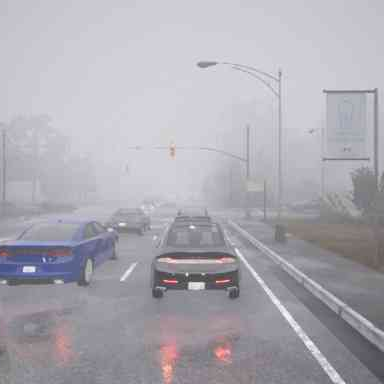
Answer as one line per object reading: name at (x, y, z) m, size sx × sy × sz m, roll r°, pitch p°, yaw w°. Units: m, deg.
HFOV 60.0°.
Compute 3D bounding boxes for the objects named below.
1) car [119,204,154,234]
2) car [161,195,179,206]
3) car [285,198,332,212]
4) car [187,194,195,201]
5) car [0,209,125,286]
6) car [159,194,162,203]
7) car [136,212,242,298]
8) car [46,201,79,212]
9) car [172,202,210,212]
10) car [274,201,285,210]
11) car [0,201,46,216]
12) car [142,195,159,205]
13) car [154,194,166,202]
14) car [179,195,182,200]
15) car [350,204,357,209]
car at (-3.463, 1.564, 18.464) m, size 1.994 × 1.385 × 4.181 m, roll 0°, pitch 0°, yaw 0°
car at (-3.572, 1.525, 54.215) m, size 1.812 × 1.442 × 4.674 m, roll 0°, pitch 0°, yaw 0°
car at (13.570, 1.526, 38.103) m, size 4.674 × 1.442 × 1.812 m, roll 0°, pitch 0°, yaw 3°
car at (-0.302, 1.518, 85.673) m, size 2.128 × 1.511 × 4.902 m, roll 0°, pitch 0°, yaw 0°
car at (-3.431, 1.478, 9.472) m, size 1.882 × 1.535 × 5.008 m, roll 0°, pitch 0°, yaw 0°
car at (-7.261, 1.505, 65.951) m, size 1.837 × 1.490 × 4.892 m, roll 0°, pitch 0°, yaw 0°
car at (0.073, 1.491, 8.468) m, size 2.128 × 1.511 × 4.902 m, roll 0°, pitch 0°, yaw 0°
car at (-15.007, 1.601, 36.666) m, size 4.718 × 1.301 × 1.895 m, roll 0°, pitch 0°, yaw -7°
car at (0.038, 1.478, 17.964) m, size 1.882 × 1.535 × 5.008 m, roll 0°, pitch 0°, yaw 0°
car at (12.852, 1.491, 41.661) m, size 4.902 × 1.511 × 2.128 m, roll 0°, pitch 0°, yaw 3°
car at (-16.991, 1.601, 32.045) m, size 4.718 × 1.301 × 1.895 m, roll 0°, pitch 0°, yaw 11°
car at (-7.278, 1.505, 56.583) m, size 1.837 × 1.490 × 4.892 m, roll 0°, pitch 0°, yaw 0°
car at (-7.267, 1.355, 75.875) m, size 2.097 × 1.767 × 4.553 m, roll 0°, pitch 0°, yaw 0°
car at (-3.817, 1.477, 89.999) m, size 1.882 × 1.535 × 5.008 m, roll 0°, pitch 0°, yaw 0°
car at (22.589, 1.542, 41.133) m, size 5.357 × 1.411 × 2.033 m, roll 0°, pitch 0°, yaw 3°
